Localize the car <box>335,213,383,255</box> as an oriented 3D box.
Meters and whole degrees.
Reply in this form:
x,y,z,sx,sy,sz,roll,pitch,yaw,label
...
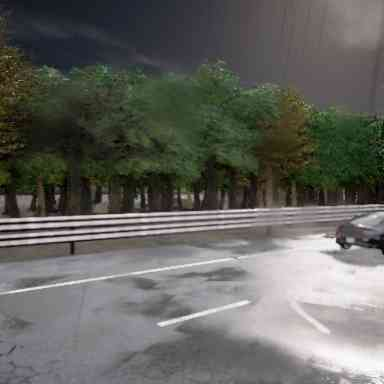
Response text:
x,y,z,sx,sy,sz,roll,pitch,yaw,label
7.545,1.542,13.089,4.674,1.442,1.812,0,0,-34,car
